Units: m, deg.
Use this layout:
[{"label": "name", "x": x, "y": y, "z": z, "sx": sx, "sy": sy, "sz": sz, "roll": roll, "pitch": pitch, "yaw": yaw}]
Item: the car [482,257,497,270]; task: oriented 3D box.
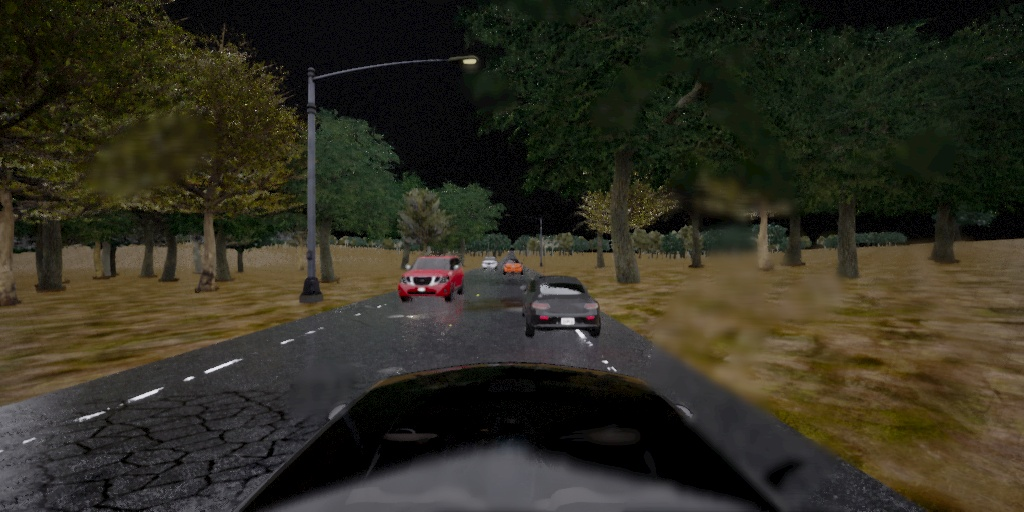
[{"label": "car", "x": -3.520, "y": 1.150, "z": 56.895, "sx": 2.150, "sy": 2.045, "sz": 5.566, "roll": 0, "pitch": 0, "yaw": 0}]

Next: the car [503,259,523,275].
[{"label": "car", "x": 0.130, "y": 1.125, "z": 40.108, "sx": 2.097, "sy": 1.767, "sz": 4.553, "roll": 0, "pitch": 0, "yaw": 0}]

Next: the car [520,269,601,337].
[{"label": "car", "x": 1.236, "y": 1.278, "z": 10.211, "sx": 1.812, "sy": 1.442, "sz": 4.674, "roll": 0, "pitch": 0, "yaw": 0}]

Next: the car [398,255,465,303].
[{"label": "car", "x": -3.580, "y": 0.979, "z": 16.979, "sx": 2.150, "sy": 2.045, "sz": 5.566, "roll": 0, "pitch": 0, "yaw": 0}]
